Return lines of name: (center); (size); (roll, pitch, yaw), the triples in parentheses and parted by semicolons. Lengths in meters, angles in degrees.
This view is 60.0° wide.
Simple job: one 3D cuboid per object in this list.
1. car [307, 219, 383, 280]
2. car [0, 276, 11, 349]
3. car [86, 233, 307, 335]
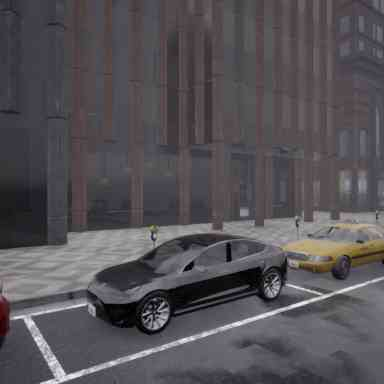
car: (4.565, 1.526, 9.931); (4.829, 1.417, 1.752); (0, 0, -36)
car: (-4.459, 1.545, 3.463); (4.507, 1.381, 1.887); (0, 0, -36)
car: (0.122, 1.566, 6.747); (4.313, 1.339, 1.947); (0, 0, -36)
